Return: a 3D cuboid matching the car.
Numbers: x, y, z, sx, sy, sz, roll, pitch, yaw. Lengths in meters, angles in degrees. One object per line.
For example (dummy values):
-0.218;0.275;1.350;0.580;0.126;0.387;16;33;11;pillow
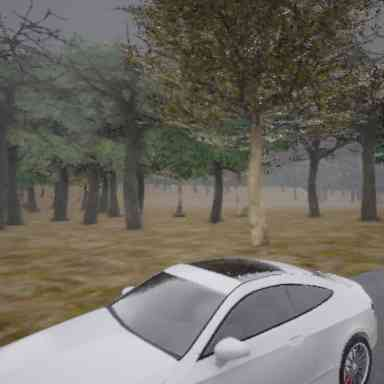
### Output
0.224;1.527;3.579;4.674;1.442;1.812;0;0;-36;car
